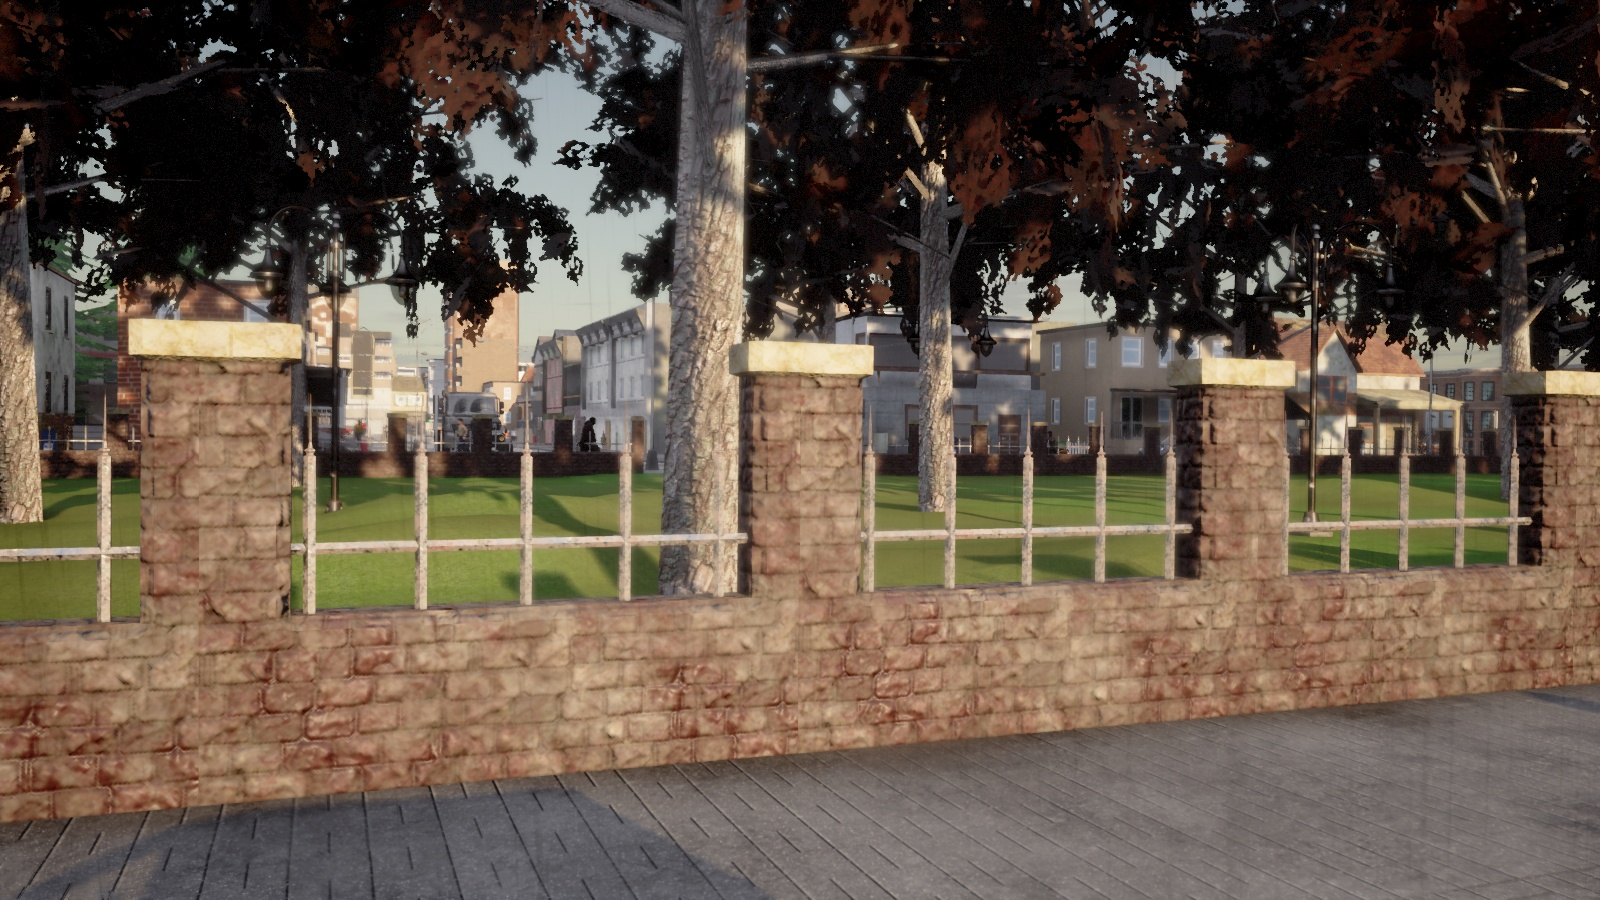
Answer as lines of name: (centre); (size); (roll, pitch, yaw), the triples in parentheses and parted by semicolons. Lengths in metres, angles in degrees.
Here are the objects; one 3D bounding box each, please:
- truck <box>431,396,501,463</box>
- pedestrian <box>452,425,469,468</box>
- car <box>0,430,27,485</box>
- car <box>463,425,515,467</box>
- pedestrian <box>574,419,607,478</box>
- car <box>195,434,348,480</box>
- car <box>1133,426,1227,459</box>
truck: (-18.490, -1.109, 69.163); (2.891, 3.462, 7.936); (-1, 1, -21)
pedestrian: (-14.538, -0.168, 53.773); (0.594, 1.836, 0.345); (-1, 1, -30)
car: (-26.395, 0.246, 37.824); (5.027, 1.651, 2.152); (-1, 1, -24)
car: (-14.715, -0.211, 59.243); (1.905, 1.878, 3.866); (-1, 1, -21)
pedestrian: (-6.635, -0.067, 39.701); (0.899, 1.844, 0.634); (-1, 1, -21)
car: (-18.884, 0.226, 45.004); (4.902, 1.511, 2.128); (-1, 1, -23)
car: (17.850, -0.389, 59.012); (3.806, 1.475, 1.970); (-1, 1, -21)
